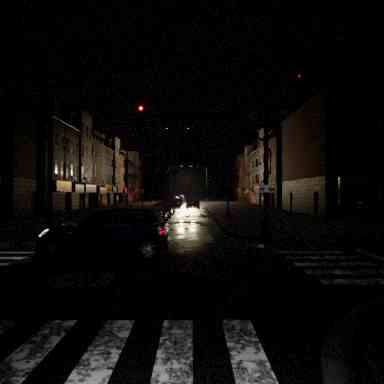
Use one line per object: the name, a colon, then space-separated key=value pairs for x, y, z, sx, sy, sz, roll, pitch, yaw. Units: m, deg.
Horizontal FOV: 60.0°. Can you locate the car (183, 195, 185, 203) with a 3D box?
car: x=-2.594 y=1.514 z=52.063 sx=1.967 sy=1.590 sz=4.097 roll=0 pitch=0 yaw=0

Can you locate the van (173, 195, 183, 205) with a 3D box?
van: x=-2.585 y=1.446 z=63.275 sx=1.690 sy=1.788 sz=3.998 roll=0 pitch=0 yaw=0

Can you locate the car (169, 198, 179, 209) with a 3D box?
car: x=-2.608 y=1.617 z=35.247 sx=1.802 sy=1.307 sz=4.206 roll=0 pitch=0 yaw=0

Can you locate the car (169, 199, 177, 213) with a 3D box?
car: x=-2.612 y=1.570 z=29.642 sx=1.887 sy=1.381 sz=4.507 roll=0 pitch=0 yaw=0

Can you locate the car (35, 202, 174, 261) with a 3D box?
car: x=-3.062 y=1.367 z=11.869 sx=4.553 sy=1.767 sz=2.097 roll=0 pitch=0 yaw=0

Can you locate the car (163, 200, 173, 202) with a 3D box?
car: x=-2.616 y=1.542 z=23.867 sx=1.752 sy=1.417 sz=4.829 roll=0 pitch=0 yaw=0

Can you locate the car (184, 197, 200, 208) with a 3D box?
car: x=0.134 y=1.664 z=47.791 sx=1.895 sy=1.301 sz=4.718 roll=0 pitch=0 yaw=0

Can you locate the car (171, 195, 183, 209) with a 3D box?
car: x=-2.599 y=1.500 z=46.458 sx=1.967 sy=1.590 sz=4.097 roll=0 pitch=0 yaw=0

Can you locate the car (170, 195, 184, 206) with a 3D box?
car: x=-2.590 y=1.404 z=57.670 sx=2.192 sy=1.841 sz=5.009 roll=0 pitch=0 yaw=0

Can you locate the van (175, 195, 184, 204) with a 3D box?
van: x=-2.581 y=1.463 z=68.880 sx=1.690 sy=1.788 sz=3.998 roll=0 pitch=0 yaw=0
